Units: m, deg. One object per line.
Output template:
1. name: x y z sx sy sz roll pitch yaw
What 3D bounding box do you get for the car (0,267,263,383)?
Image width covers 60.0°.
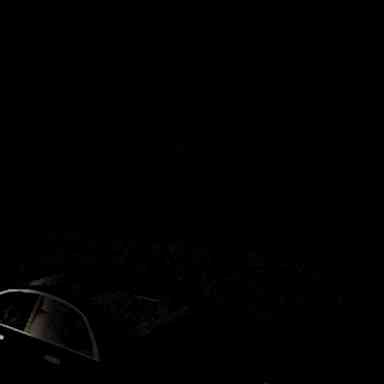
1. car: -1.386 1.581 3.844 4.403 1.369 2.008 -1 -1 35
